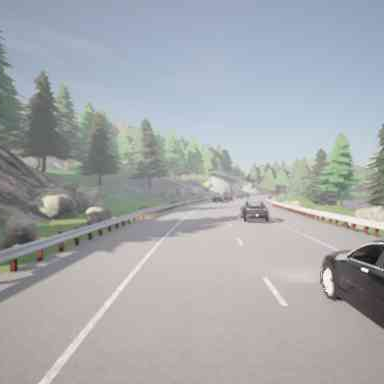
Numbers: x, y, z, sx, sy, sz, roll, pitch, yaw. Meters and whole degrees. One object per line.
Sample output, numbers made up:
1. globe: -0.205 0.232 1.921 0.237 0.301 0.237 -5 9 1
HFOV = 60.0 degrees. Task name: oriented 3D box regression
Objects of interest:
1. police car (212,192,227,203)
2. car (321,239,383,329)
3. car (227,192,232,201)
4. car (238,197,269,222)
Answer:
1. police car: 5.034 1.200 63.106 1.930 1.638 5.238 0 0 11
2. car: 3.701 1.489 5.393 1.837 1.490 4.892 0 0 1
3. car: 7.030 1.219 72.772 1.882 1.535 5.008 0 0 12
4. car: 4.683 1.404 25.384 2.128 1.511 4.902 0 0 4
